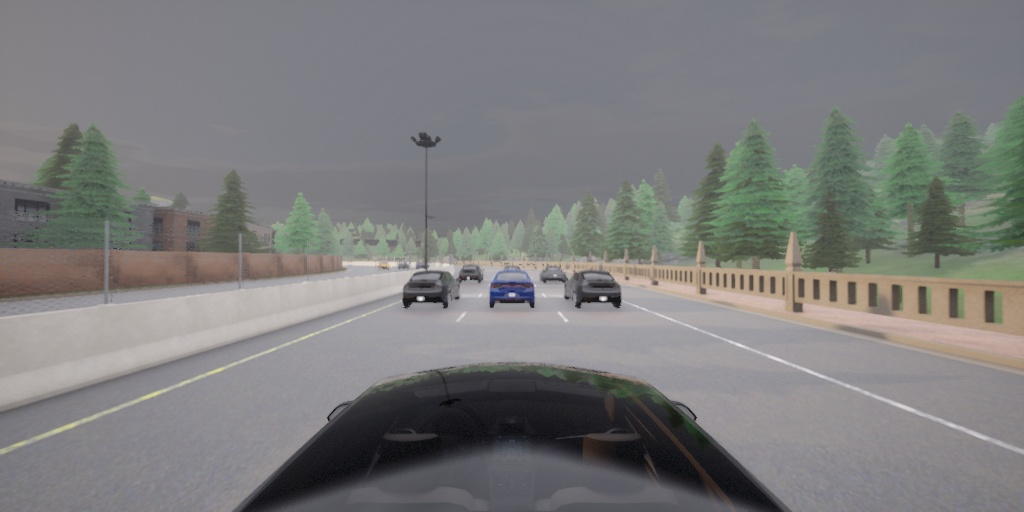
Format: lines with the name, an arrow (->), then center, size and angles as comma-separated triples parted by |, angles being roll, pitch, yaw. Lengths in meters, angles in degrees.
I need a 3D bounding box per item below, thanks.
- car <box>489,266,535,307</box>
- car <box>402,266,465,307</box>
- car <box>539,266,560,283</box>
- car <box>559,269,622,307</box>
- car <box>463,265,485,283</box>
car -> 0.008, 1.363, 16.320 | 1.882, 1.535, 5.008 | 0, 0, 0
car -> -3.493, 1.392, 16.154 | 1.837, 1.490, 4.892 | 0, 0, 0
car -> 3.505, 1.588, 31.165 | 1.994, 1.385, 4.181 | 0, 0, 0
car -> 3.507, 1.392, 16.168 | 1.837, 1.490, 4.892 | 0, 0, 0
car -> -3.497, 1.531, 31.153 | 1.837, 1.490, 4.892 | 0, 0, 0
